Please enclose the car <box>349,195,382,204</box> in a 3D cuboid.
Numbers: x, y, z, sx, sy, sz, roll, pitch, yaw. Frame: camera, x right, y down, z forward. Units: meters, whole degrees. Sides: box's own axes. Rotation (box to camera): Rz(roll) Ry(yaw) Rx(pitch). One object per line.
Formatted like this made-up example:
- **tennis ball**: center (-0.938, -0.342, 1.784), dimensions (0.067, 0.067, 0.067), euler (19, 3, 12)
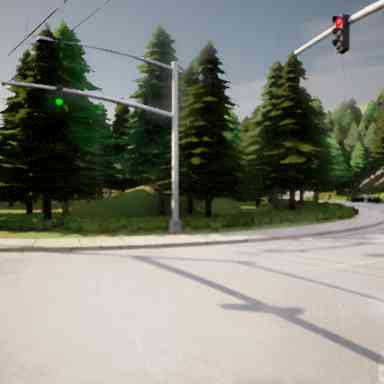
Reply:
- **car**: center (25.182, 1.015, 48.445), dimensions (1.895, 1.301, 4.718), euler (0, 1, -10)
